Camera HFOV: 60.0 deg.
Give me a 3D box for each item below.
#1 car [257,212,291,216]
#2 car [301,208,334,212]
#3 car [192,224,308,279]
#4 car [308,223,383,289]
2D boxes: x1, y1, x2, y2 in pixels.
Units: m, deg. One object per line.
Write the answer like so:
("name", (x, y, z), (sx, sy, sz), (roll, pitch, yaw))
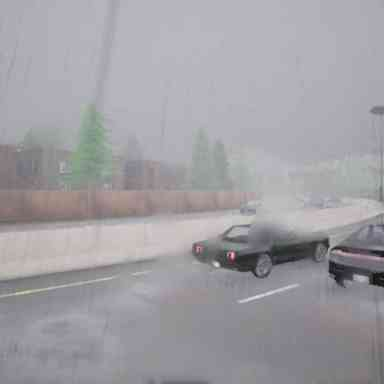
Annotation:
("car", (7.723, 1.608, 31.030), (1.812, 1.442, 4.674), (0, 0, 38))
("car", (11.461, 1.571, 30.156), (1.837, 1.490, 4.892), (0, 0, 37))
("car", (2.345, 1.630, 10.264), (4.718, 1.301, 1.895), (0, 0, -40))
("car", (5.195, 1.503, 8.136), (4.902, 1.511, 2.128), (0, 0, -40))
